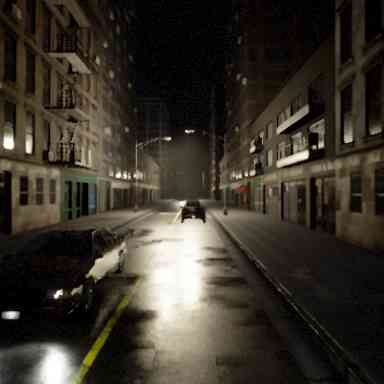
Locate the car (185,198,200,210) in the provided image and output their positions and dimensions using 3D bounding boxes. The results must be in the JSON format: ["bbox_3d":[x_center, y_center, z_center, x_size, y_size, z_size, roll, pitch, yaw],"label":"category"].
[{"bbox_3d":[0.103,1.518,43.117,1.837,1.490,4.892,0,0,0],"label":"car"}]

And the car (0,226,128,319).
[{"bbox_3d":[-2.828,1.547,7.876,2.033,1.411,5.357,0,0,0],"label":"car"}]

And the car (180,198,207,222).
[{"bbox_3d":[0.103,1.510,26.045,1.837,1.490,4.892,0,0,0],"label":"car"}]
